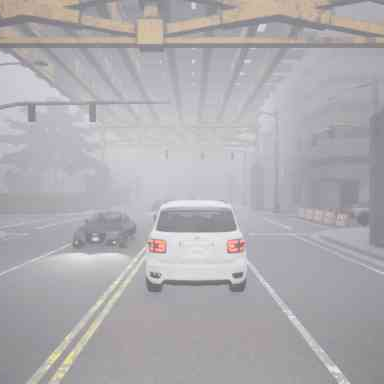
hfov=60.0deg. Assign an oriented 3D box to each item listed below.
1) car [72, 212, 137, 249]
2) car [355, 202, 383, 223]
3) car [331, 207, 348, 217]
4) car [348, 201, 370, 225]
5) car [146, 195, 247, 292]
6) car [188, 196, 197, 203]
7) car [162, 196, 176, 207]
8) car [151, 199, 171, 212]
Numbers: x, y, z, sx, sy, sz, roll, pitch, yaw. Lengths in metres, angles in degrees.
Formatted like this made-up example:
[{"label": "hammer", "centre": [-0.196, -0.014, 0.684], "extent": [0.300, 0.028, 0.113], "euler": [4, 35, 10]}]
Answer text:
[{"label": "car", "centre": [-3.594, 1.564, 14.346], "extent": [1.994, 1.385, 4.181], "euler": [0, 0, 0]}, {"label": "car", "centre": [13.318, 1.295, 22.118], "extent": [4.536, 1.218, 1.853], "euler": [0, 0, -20]}, {"label": "car", "centre": [13.645, 1.295, 26.237], "extent": [4.536, 1.218, 1.853], "euler": [0, 0, 25]}, {"label": "car", "centre": [13.270, 1.453, 22.100], "extent": [4.974, 1.542, 2.038], "euler": [0, 0, -20]}, {"label": "car", "centre": [0.082, 1.221, 9.051], "extent": [2.150, 2.045, 5.566], "euler": [0, 0, 0]}, {"label": "car", "centre": [0.124, 1.526, 68.171], "extent": [1.812, 1.442, 4.674], "euler": [0, 0, 0]}, {"label": "car", "centre": [-3.563, 1.478, 52.560], "extent": [1.882, 1.535, 5.008], "euler": [0, 1, 0]}, {"label": "car", "centre": [-3.585, 1.564, 38.819], "extent": [1.994, 1.385, 4.181], "euler": [0, 0, -1]}]
